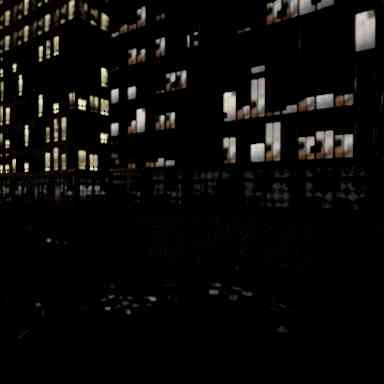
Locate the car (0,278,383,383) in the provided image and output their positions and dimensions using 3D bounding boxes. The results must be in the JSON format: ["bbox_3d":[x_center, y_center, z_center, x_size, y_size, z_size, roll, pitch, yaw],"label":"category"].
[{"bbox_3d":[-0.440,1.558,3.183,4.313,1.339,1.947,0,0,36],"label":"car"}]
